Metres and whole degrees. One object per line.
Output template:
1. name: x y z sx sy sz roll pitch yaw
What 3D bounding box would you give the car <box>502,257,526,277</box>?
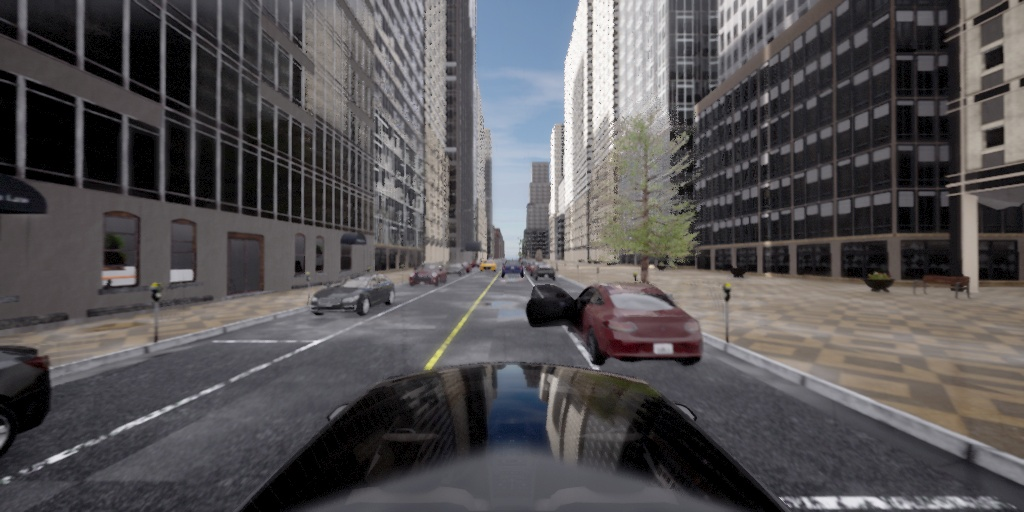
1. car: 0.072 1.109 35.942 2.097 1.767 4.553 0 0 0

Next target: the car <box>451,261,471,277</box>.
1. car: -5.695 1.308 36.084 2.007 1.370 4.403 0 0 0

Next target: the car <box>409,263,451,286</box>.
1. car: -5.693 1.194 24.706 1.967 1.591 4.097 0 0 0

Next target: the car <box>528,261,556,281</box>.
1. car: 2.687 1.306 30.374 2.007 1.370 4.403 0 0 0

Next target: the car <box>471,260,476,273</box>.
1. car: -5.696 1.304 41.773 1.888 1.381 4.507 0 0 0

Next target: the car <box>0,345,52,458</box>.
1. car: -5.690 1.316 1.950 1.948 1.339 4.313 0 0 0

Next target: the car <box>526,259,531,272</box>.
1. car: 2.685 1.197 36.062 1.967 1.591 4.097 0 0 0

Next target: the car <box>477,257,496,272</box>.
1. car: -3.012 1.239 45.837 1.882 1.535 5.008 0 0 0

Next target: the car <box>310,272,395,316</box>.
1. car: -5.692 1.302 13.328 2.007 1.370 4.403 0 0 0

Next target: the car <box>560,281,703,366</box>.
1. car: 2.351 1.277 7.876 1.812 1.442 4.674 0 0 0
